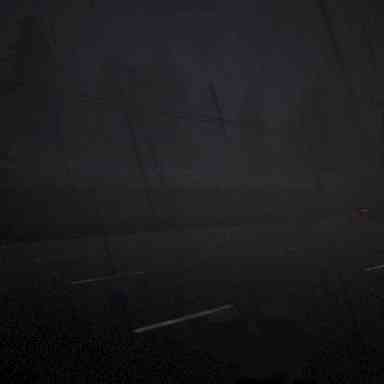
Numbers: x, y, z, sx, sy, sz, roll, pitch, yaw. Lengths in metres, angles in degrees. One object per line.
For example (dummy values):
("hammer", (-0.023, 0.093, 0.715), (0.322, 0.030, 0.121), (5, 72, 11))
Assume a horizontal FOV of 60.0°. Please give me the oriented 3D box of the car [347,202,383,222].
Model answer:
("car", (14.426, 1.553, 27.032), (4.674, 1.442, 1.812), (0, 0, -35))
